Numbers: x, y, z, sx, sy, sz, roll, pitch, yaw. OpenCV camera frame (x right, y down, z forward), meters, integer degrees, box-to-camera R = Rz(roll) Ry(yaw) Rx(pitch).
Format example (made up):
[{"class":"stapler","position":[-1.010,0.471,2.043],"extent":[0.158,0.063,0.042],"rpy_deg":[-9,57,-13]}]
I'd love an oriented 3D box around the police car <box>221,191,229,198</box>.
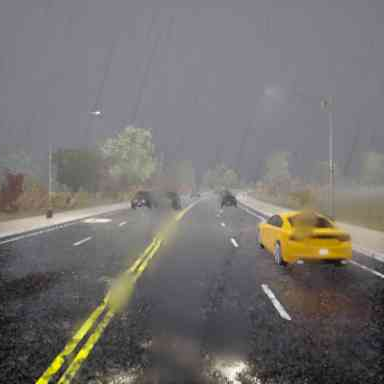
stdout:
[{"class":"police car","position":[8.493,0.532,84.807],"extent":[1.930,1.638,5.238],"rpy_deg":[0,1,7]}]

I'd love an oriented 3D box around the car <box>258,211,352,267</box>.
[{"class":"car","position":[3.473,1.385,11.135],"extent":[1.882,1.535,5.008],"rpy_deg":[0,1,1]}]

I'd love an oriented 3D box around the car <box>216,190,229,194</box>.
[{"class":"car","position":[6.162,0.598,62.999],"extent":[2.150,2.045,5.566],"rpy_deg":[0,1,5]}]

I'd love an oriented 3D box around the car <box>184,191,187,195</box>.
[{"class":"car","position":[-1.862,0.411,80.274],"extent":[1.812,1.442,4.674],"rpy_deg":[0,1,7]}]

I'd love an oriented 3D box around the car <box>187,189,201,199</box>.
[{"class":"car","position":[0.917,0.426,75.878],"extent":[2.150,2.045,5.566],"rpy_deg":[0,1,6]}]

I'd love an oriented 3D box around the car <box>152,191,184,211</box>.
[{"class":"car","position":[-2.406,0.904,35.236],"extent":[2.150,2.045,5.566],"rpy_deg":[0,1,3]}]

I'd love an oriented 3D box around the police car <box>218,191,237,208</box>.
[{"class":"police car","position":[4.519,1.044,41.294],"extent":[1.930,1.638,5.238],"rpy_deg":[0,1,3]}]

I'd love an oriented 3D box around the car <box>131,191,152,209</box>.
[{"class":"car","position":[-5.486,0.872,38.459],"extent":[2.150,2.045,5.566],"rpy_deg":[0,1,3]}]
